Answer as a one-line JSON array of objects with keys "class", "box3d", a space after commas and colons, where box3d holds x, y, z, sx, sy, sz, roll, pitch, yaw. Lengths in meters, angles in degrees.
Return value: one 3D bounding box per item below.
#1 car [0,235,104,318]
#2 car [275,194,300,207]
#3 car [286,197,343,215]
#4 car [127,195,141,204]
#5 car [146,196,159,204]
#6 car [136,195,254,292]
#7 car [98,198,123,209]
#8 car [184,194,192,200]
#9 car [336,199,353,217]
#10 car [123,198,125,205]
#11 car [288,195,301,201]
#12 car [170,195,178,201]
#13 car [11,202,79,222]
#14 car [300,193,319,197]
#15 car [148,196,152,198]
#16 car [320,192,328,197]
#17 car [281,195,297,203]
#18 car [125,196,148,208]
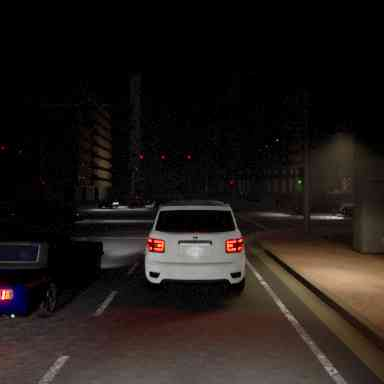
[{"class": "car", "box3d": [-3.420, 1.601, 7.348, 1.895, 1.301, 4.718, 0, 0, 1]}, {"class": "car", "box3d": [13.236, 1.153, 47.125, 1.932, 1.855, 4.605, 0, 0, 0]}, {"class": "car", "box3d": [12.294, 1.505, 32.896, 4.892, 1.490, 1.837, 0, 0, 0]}, {"class": "car", "box3d": [-11.428, 1.477, 65.783, 1.882, 1.535, 5.008, 0, 0, 0]}, {"class": "car", "box3d": [-7.920, 1.547, 67.686, 2.033, 1.411, 5.357, 0, 0, 0]}, {"class": "car", "box3d": [0.093, 1.221, 9.100, 2.150, 2.045, 5.566, 0, 0, 1]}, {"class": "car", "box3d": [-11.407, 1.547, 45.705, 2.033, 1.411, 5.357, 0, 0, 0]}, {"class": "car", "box3d": [-0.990, 1.303, 85.825, 1.882, 1.535, 5.008, 0, 0, 0]}, {"class": "car", "box3d": [15.449, 1.564, 29.361, 4.181, 1.385, 1.994, 0, 0, 1]}, {"class": "car", "box3d": [-11.439, 1.601, 55.297, 1.895, 1.301, 4.718, 0, 0, 0]}, {"class": "car", "box3d": [24.570, 1.395, 79.651, 1.970, 1.475, 3.806, 0, 0, 0]}, {"class": "car", "box3d": [-4.477, 1.552, 82.918, 1.994, 1.385, 4.181, 0, 0, 0]}, {"class": "car", "box3d": [-11.282, 1.493, 25.605, 4.902, 1.511, 2.128, 0, 0, -1]}, {"class": "car", "box3d": [16.130, 1.156, 47.073, 1.905, 1.878, 3.866, 0, 0, 0]}, {"class": "car", "box3d": [-7.942, 1.504, 57.076, 1.837, 1.490, 4.892, 0, 0, 0]}, {"class": "car", "box3d": [30.148, 1.153, 79.707, 1.932, 1.855, 4.605, 0, 0, 0]}, {"class": "car", "box3d": [18.817, 1.395, 64.543, 1.970, 1.475, 3.806, 0, 0, 0]}, {"class": "car", "box3d": [-7.912, 1.477, 47.804, 1.882, 1.535, 5.008, 0, 0, 0]}]
